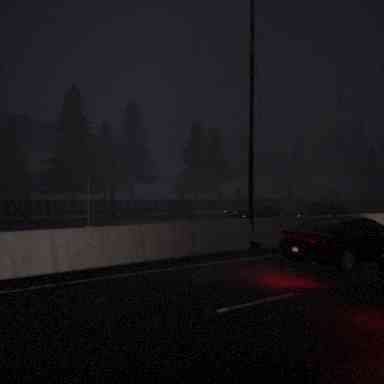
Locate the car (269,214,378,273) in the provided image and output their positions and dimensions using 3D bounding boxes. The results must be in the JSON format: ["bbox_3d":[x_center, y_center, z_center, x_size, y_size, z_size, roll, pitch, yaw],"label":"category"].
[{"bbox_3d":[5.110,1.504,10.748,5.008,1.535,1.882,0,0,-30],"label":"car"}]

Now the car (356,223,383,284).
[{"bbox_3d":[6.175,1.525,7.331,4.902,1.511,2.128,0,0,-30],"label":"car"}]

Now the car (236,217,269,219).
[{"bbox_3d":[4.926,1.623,22.682,4.718,1.301,1.895,0,0,-26],"label":"car"}]

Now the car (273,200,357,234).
[{"bbox_3d":[7.360,1.389,19.913,4.553,1.767,2.097,0,0,-25],"label":"car"}]
